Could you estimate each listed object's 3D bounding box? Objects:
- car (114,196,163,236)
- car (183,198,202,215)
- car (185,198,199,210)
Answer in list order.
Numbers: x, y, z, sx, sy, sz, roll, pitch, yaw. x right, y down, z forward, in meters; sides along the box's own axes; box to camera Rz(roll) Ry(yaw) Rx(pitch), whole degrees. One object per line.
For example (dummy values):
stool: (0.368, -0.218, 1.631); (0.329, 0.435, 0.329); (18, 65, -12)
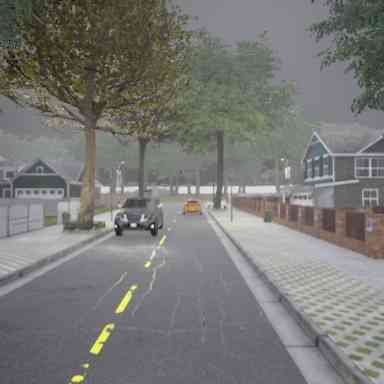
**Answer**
car: (-2.881, 1.279, 19.114); (2.150, 2.045, 5.566); (0, 0, 0)
car: (0.038, 1.542, 35.046); (1.882, 1.535, 5.008); (0, 0, 0)
car: (0.006, 1.572, 45.447); (1.812, 1.442, 4.674); (0, 0, 0)
